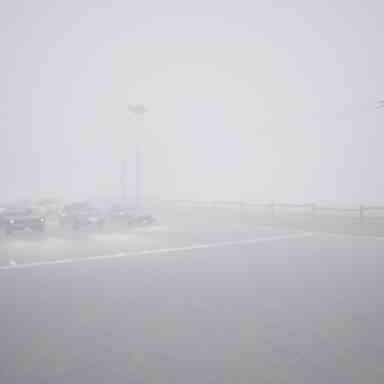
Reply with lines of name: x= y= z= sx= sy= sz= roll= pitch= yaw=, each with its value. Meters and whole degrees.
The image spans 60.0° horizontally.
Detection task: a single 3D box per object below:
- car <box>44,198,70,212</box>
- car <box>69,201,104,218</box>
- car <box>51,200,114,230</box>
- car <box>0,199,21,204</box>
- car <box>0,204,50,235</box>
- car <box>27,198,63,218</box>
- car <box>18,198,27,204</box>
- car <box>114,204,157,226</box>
car: x=-16.312 y=1.507 z=40.024 sx=1.837 sy=1.490 sz=4.892 roll=0 pitch=0 yaw=-36
car: x=-9.960 y=1.566 z=31.242 sx=1.994 sy=1.385 sz=4.181 roll=0 pitch=0 yaw=-35
car: x=-7.135 y=1.492 z=21.357 sx=2.128 sy=1.511 sz=4.902 roll=0 pitch=0 yaw=-36
car: x=-15.223 y=1.526 z=26.565 sx=1.812 sy=1.442 sz=4.674 roll=0 pitch=0 yaw=-36
car: x=-9.902 y=1.601 z=19.209 sx=1.895 sy=1.301 sz=4.718 roll=0 pitch=0 yaw=-36
car: x=-12.426 y=1.353 z=28.670 sx=2.097 sy=1.767 sz=4.553 roll=0 pitch=0 yaw=-36
car: x=-19.221 y=1.507 z=38.074 sx=1.837 sy=1.490 sz=4.892 roll=0 pitch=0 yaw=-36
car: x=-4.563 y=1.549 z=23.774 sx=2.033 sy=1.411 sz=5.357 roll=0 pitch=0 yaw=-36
